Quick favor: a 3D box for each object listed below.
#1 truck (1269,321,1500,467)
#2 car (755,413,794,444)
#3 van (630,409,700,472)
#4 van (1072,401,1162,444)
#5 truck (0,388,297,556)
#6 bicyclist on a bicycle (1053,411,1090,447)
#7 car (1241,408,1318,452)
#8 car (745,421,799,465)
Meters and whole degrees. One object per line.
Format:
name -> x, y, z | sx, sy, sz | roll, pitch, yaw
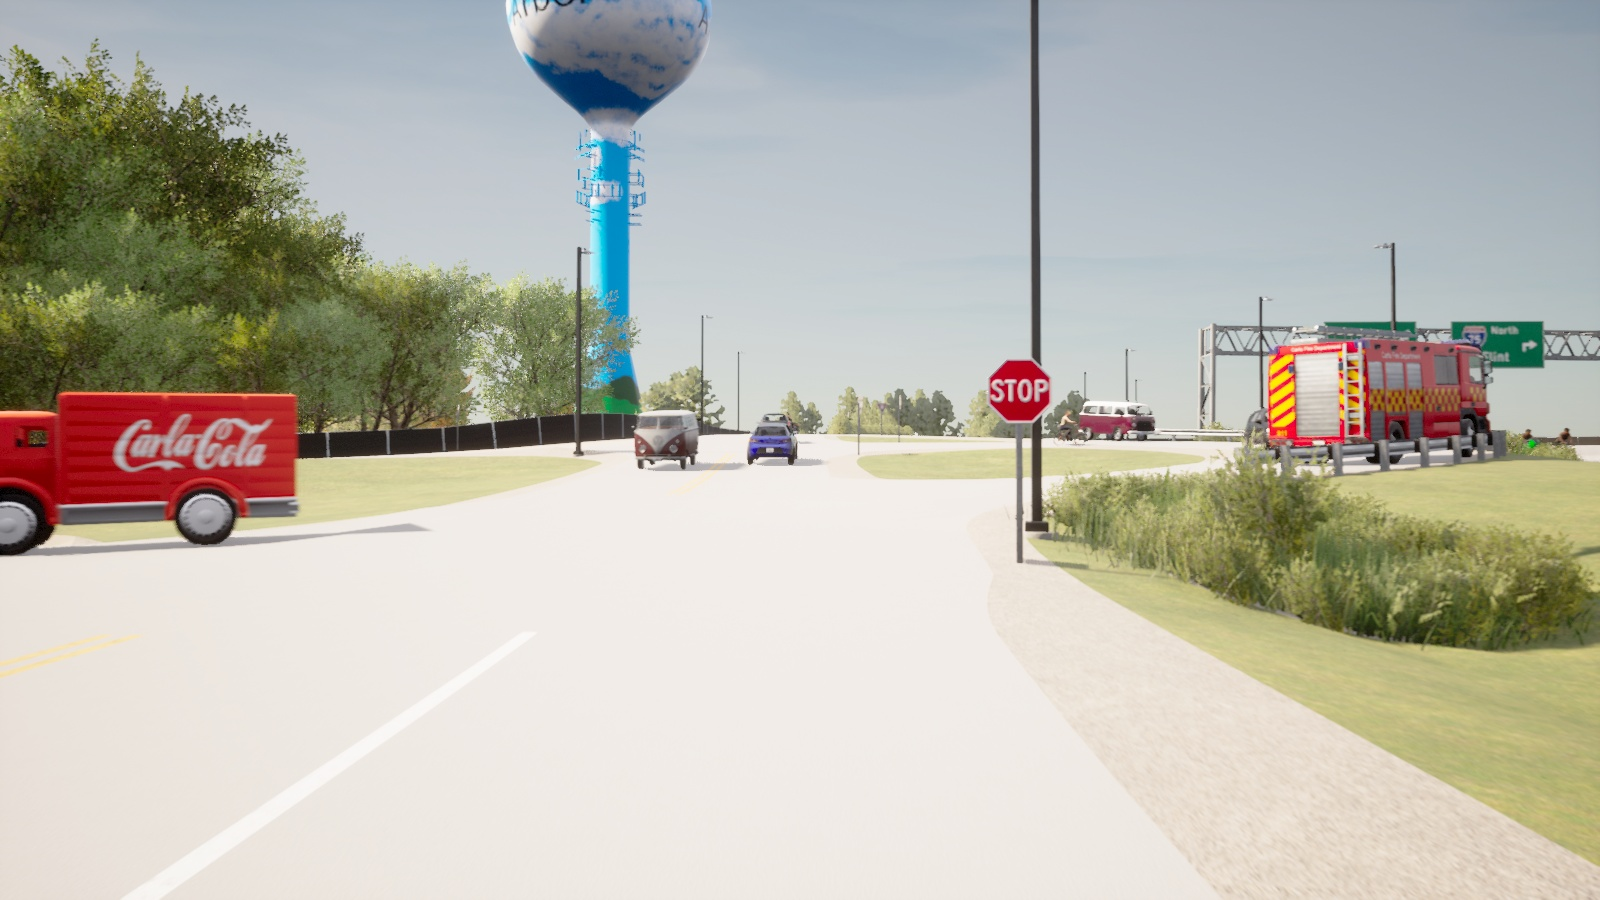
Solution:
truck -> 17.254, -1.577, 36.729 | 8.468, 3.827, 2.891 | -2, 1, -41
car -> -1.333, -1.119, 64.197 | 1.845, 1.501, 3.633 | 0, 2, -4
van -> -4.611, -0.385, 43.455 | 1.775, 1.987, 4.442 | 0, 3, 2
van -> 16.263, -1.457, 64.658 | 2.069, 2.038, 4.480 | 0, 3, -25
truck -> -10.994, 0.329, 20.189 | 5.204, 2.467, 2.627 | -1, -1, -26
bicyclist on a bicycle -> 12.404, -0.972, 57.434 | 1.509, 1.612, 0.866 | -1, 2, 0
car -> 18.414, -0.794, 48.418 | 1.851, 1.617, 3.988 | -1, 2, 7
car -> -1.003, -0.298, 47.082 | 1.816, 1.474, 4.193 | 0, 3, 2
